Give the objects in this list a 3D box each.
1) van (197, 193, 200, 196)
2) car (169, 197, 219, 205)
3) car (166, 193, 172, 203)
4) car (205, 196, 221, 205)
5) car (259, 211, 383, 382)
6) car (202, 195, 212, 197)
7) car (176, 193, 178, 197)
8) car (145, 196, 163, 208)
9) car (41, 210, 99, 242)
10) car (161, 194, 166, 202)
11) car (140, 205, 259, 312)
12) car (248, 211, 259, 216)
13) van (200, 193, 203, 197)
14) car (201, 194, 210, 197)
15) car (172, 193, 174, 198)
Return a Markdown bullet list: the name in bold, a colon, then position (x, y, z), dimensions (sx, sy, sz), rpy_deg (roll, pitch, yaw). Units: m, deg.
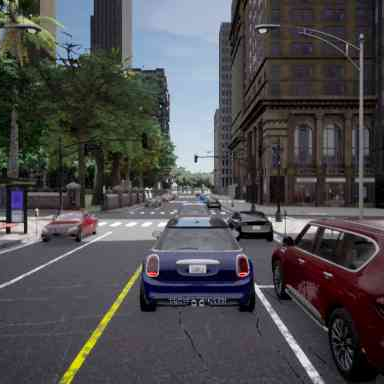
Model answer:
- **van**: position (2.700, 1.282, 80.612), dimensions (1.690, 1.788, 3.998), rpy_deg (0, 0, 0)
- **car**: position (0.088, 1.348, 17.414), dimensions (2.097, 1.767, 4.553), rpy_deg (0, 0, 0)
- **car**: position (-5.817, 1.396, 69.785), dimensions (1.967, 1.590, 4.097), rpy_deg (0, 0, 0)
- **car**: position (2.728, 1.548, 42.670), dimensions (1.947, 1.339, 4.313), rpy_deg (0, 0, 0)
- **car**: position (2.754, 1.314, 5.382), dimensions (2.192, 1.841, 5.009), rpy_deg (0, 0, 0)
- **car**: position (2.724, 1.544, 48.090), dimensions (1.947, 1.339, 4.313), rpy_deg (0, 0, 0)
- **car**: position (-5.833, 1.239, 91.466), dimensions (2.192, 1.841, 5.009), rpy_deg (0, 0, 0)
- **car**: position (-5.801, 1.528, 48.104), dimensions (2.008, 1.369, 4.403), rpy_deg (0, 0, 0)
- **car**: position (-5.778, 1.578, 16.245), dimensions (1.802, 1.307, 4.206), rpy_deg (0, 0, 0)
- **car**: position (-5.806, 1.413, 53.524), dimensions (1.967, 1.590, 4.097), rpy_deg (0, 0, 0)
- **car**: position (0.097, 1.351, 7.880), dimensions (2.097, 1.767, 4.553), rpy_deg (0, 0, 0)
- **car**: position (2.747, 1.562, 16.233), dimensions (1.947, 1.339, 4.313), rpy_deg (0, 0, 0)
- **van**: position (2.716, 1.309, 58.931), dimensions (1.690, 1.788, 3.998), rpy_deg (0, 0, 0)
- **car**: position (2.720, 1.499, 53.680), dimensions (1.752, 1.417, 4.829), rpy_deg (0, 0, 0)
- **car**: position (-5.822, 1.264, 75.205), dimensions (2.192, 1.841, 5.009), rpy_deg (0, 0, 0)
